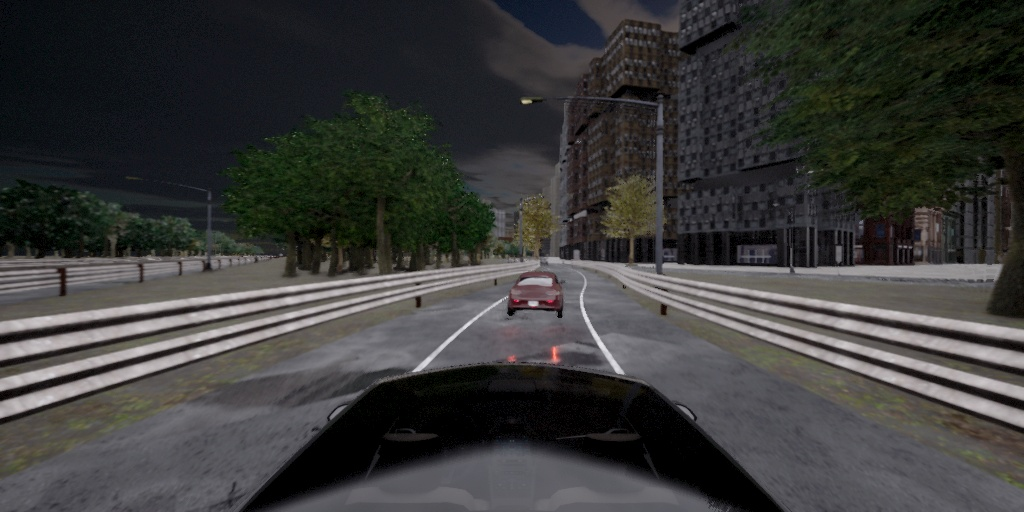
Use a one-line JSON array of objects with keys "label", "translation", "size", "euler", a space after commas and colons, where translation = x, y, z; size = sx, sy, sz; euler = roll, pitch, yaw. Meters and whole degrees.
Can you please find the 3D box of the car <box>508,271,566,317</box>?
[{"label": "car", "translation": [0.982, 1.288, 13.212], "size": [1.812, 1.442, 4.674], "euler": [0, 0, 8]}]
